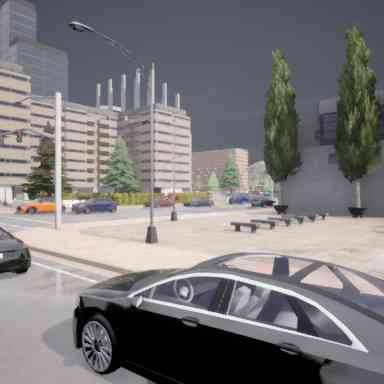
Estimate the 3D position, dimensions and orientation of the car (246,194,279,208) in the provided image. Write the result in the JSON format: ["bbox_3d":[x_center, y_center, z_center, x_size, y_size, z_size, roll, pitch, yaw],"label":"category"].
[{"bbox_3d":[10.202,1.491,47.286,2.128,1.511,4.902,0,0,41],"label":"car"}]

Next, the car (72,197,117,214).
[{"bbox_3d":[-10.185,1.351,34.775,2.097,1.767,4.553,0,0,41],"label":"car"}]

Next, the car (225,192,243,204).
[{"bbox_3d":[9.046,1.228,62.129,2.150,2.045,5.566,0,0,41],"label":"car"}]

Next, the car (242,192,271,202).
[{"bbox_3d":[11.721,1.242,59.871,2.128,1.511,4.902,0,0,41],"label":"car"}]

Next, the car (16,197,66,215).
[{"bbox_3d":[-15.445,1.353,34.150,2.097,1.767,4.553,0,0,42],"label":"car"}]

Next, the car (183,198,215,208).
[{"bbox_3d":[1.040,1.547,47.706,2.033,1.411,5.357,0,0,41],"label":"car"}]

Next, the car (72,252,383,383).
[{"bbox_3d":[0.548,1.491,3.888,4.902,1.511,2.128,0,0,38],"label":"car"}]

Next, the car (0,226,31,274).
[{"bbox_3d":[-6.354,1.564,9.511,4.181,1.385,1.994,0,0,40],"label":"car"}]

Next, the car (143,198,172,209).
[{"bbox_3d":[-4.766,1.563,46.356,1.994,1.385,4.181,0,0,41],"label":"car"}]
